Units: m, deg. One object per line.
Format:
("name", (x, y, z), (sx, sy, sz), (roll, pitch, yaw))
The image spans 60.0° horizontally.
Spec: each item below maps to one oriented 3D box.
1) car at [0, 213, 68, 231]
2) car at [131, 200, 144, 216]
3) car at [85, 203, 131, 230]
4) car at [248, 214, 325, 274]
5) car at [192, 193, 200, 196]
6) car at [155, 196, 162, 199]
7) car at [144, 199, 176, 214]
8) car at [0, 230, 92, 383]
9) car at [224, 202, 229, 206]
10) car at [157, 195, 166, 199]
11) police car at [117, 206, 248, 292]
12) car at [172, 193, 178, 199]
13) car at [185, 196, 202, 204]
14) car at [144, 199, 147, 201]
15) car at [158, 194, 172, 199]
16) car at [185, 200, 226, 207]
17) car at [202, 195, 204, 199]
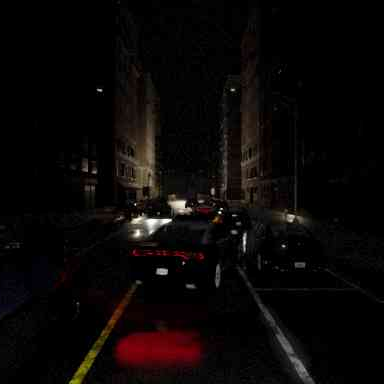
("car", (-5.381, 1.440, 10.330), (1.967, 1.590, 4.097), (0, 0, 0))
("car", (-5.369, 1.564, 26.568), (1.947, 1.339, 4.313), (0, 0, 0))
("car", (-5.373, 1.524, 20.985), (1.752, 1.417, 4.829), (0, 0, 0))
("car", (2.644, 1.550, 10.314), (2.008, 1.369, 4.403), (0, 0, 0))
("car", (0.045, 1.459, 59.390), (1.882, 1.535, 5.008), (0, 0, 0))
("car", (-5.356, 1.544, 42.806), (2.008, 1.369, 4.403), (0, 0, 0))
("car", (-2.726, 1.561, 29.081), (1.994, 1.385, 4.181), (0, 0, 0))
("car", (-2.848, 1.547, 4.214), (2.033, 1.411, 5.357), (0, 0, 0))
("car", (2.652, 1.549, 21.140), (2.008, 1.369, 4.403), (0, 0, 0))
("car", (-5.351, 1.541, 48.219), (2.008, 1.369, 4.403), (0, 0, 0))
("police car", (0.147, 1.424, 9.278), (1.930, 1.638, 5.238), (0, 0, 17))
("car", (-5.323, 1.513, 85.508), (2.008, 1.369, 4.403), (0, 0, 0))
("car", (0.041, 1.556, 45.547), (1.994, 1.385, 4.181), (0, 0, 0))
("car", (-5.364, 1.522, 31.810), (1.752, 1.417, 4.829), (0, 0, 0))
("car", (-5.343, 1.297, 59.044), (2.192, 1.841, 5.009), (0, 0, 0))
("car", (0.732, 1.454, 19.055), (1.801, 1.575, 5.366), (0, 0, 2))
("car", (2.674, 1.515, 48.374), (1.752, 1.417, 4.829), (0, 0, 0))
